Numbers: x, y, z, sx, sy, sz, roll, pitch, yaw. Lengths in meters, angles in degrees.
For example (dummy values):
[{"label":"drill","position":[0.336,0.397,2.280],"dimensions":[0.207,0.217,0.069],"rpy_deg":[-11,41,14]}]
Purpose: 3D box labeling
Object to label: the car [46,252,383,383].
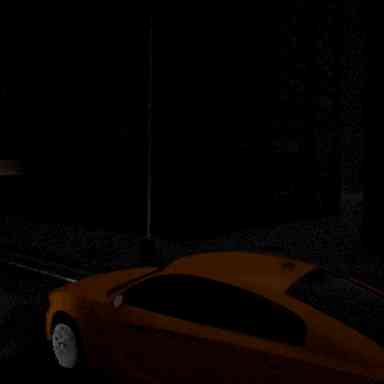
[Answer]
[{"label":"car","position":[0.301,1.466,3.840],"dimensions":[5.008,1.535,1.882],"rpy_deg":[1,0,36]}]
